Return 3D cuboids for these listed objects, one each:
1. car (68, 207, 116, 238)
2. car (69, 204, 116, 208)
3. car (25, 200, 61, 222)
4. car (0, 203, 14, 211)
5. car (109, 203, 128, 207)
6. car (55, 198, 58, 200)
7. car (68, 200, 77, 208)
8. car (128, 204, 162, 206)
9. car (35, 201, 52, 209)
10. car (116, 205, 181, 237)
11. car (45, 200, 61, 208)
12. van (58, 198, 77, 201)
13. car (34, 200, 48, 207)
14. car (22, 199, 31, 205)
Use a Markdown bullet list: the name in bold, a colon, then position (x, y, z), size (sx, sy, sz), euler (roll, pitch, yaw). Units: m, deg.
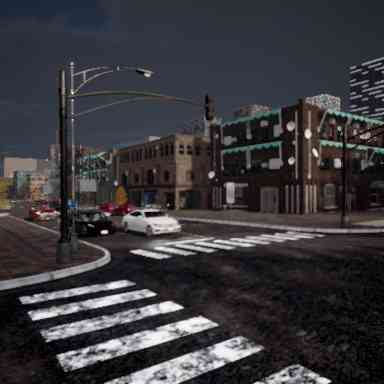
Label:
- **car**: position (-6.002, 1.823, 19.797), size (1.947, 1.339, 4.313), euler (-1, 0, -35)
- **car**: position (-8.449, 1.926, 27.935), size (1.895, 1.301, 4.718), euler (-1, 0, -35)
- **car**: position (-13.946, 1.857, 31.177), size (1.967, 1.590, 4.097), euler (-1, 0, -35)
- **car**: position (-29.881, 2.246, 53.595), size (1.752, 1.417, 4.829), euler (-1, 0, -35)
- **car**: position (-7.114, 1.921, 36.035), size (1.802, 1.307, 4.206), euler (-1, 0, -35)
- **car**: position (-23.155, 1.960, 58.591), size (2.192, 1.841, 5.009), euler (-1, 0, -35)
- **car**: position (-14.513, 1.923, 36.479), size (1.882, 1.535, 5.008), euler (-1, 0, -35)
- **car**: position (-3.907, 1.826, 31.523), size (2.008, 1.369, 4.403), euler (-1, 0, -35)
- **car**: position (-26.093, 2.248, 58.274), size (1.994, 1.385, 4.181), euler (-1, 0, -35)
- **car**: position (-2.511, 1.733, 19.633), size (1.812, 1.442, 4.674), euler (-1, 0, -36)
- **car**: position (-26.357, 2.248, 63.102), size (1.887, 1.381, 4.507), euler (-1, 0, -35)
- **van**: position (-19.947, 1.926, 54.080), size (1.690, 1.788, 3.998), euler (-1, 0, -35)
- **car**: position (-32.771, 2.386, 72.125), size (1.947, 1.339, 4.313), euler (-1, 0, -35)
- **car**: position (-42.395, 2.433, 85.658), size (1.967, 1.590, 4.097), euler (-1, 0, -35)
